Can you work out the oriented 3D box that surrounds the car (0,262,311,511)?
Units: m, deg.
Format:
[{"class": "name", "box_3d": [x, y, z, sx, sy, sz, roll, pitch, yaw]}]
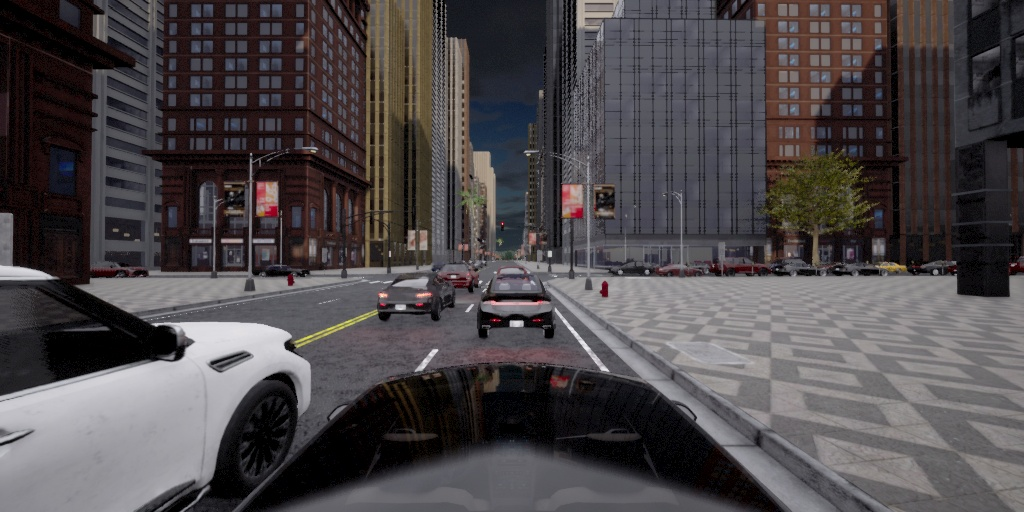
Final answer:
[{"class": "car", "box_3d": [-3.150, 0.969, 1.325, 2.150, 2.045, 5.566, 0, 0, 0]}]

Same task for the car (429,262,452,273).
[{"class": "car", "box_3d": [-9.870, 1.503, 50.042, 2.033, 1.411, 5.357, 0, 0, 1]}]

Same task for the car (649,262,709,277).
[{"class": "car", "box_3d": [15.318, 1.326, 32.980, 4.207, 1.307, 1.802, 0, 0, -1]}]

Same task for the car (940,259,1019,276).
[{"class": "car", "box_3d": [43.507, 1.212, 33.416, 4.507, 1.381, 1.888, 0, 0, -1]}]

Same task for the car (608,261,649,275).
[{"class": "car", "box_3d": [12.850, 1.325, 38.718, 4.892, 1.490, 1.837, 0, -1, -1]}]

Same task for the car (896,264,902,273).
[{"class": "car", "box_3d": [43.211, 1.294, 41.936, 4.829, 1.417, 1.751, 0, 0, -1]}]

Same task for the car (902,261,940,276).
[{"class": "car", "box_3d": [42.856, 1.204, 36.031, 4.892, 1.490, 1.837, 0, -1, -1]}]

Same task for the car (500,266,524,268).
[{"class": "car", "box_3d": [0.001, 1.259, 19.625, 1.882, 1.535, 5.008, 0, 0, 0]}]

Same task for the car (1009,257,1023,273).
[{"class": "car", "box_3d": [49.145, 0.971, 33.502, 5.009, 1.841, 2.192, 0, 0, -1]}]

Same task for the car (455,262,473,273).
[{"class": "car", "box_3d": [-6.596, 1.554, 49.780, 1.895, 1.301, 4.718, 0, 0, 0]}]

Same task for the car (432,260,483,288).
[{"class": "car", "box_3d": [-3.148, 1.141, 21.417, 2.097, 1.767, 4.553, 0, 0, 0]}]

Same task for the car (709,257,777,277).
[{"class": "car", "box_3d": [20.957, 1.040, 33.067, 5.009, 1.841, 2.192, 0, 0, -1]}]

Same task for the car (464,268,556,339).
[{"class": "car", "box_3d": [0.099, 1.248, 10.124, 2.128, 1.511, 4.902, 0, 0, 0]}]

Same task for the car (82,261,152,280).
[{"class": "car", "box_3d": [-38.461, 1.351, 35.030, 4.553, 1.767, 2.097, 0, -1, 0]}]

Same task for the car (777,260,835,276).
[{"class": "car", "box_3d": [26.594, 1.274, 33.154, 4.313, 1.339, 1.948, 0, 0, -1]}]

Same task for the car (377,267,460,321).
[{"class": "car", "box_3d": [-3.149, 1.287, 12.437, 1.812, 1.442, 4.674, 0, 0, 0]}]

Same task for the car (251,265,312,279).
[{"class": "car", "box_3d": [-22.397, 1.526, 35.011, 4.718, 1.301, 1.895, 0, -1, -3]}]

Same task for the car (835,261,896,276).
[{"class": "car", "box_3d": [32.231, 1.258, 33.241, 4.313, 1.339, 1.948, 0, 0, -1]}]
